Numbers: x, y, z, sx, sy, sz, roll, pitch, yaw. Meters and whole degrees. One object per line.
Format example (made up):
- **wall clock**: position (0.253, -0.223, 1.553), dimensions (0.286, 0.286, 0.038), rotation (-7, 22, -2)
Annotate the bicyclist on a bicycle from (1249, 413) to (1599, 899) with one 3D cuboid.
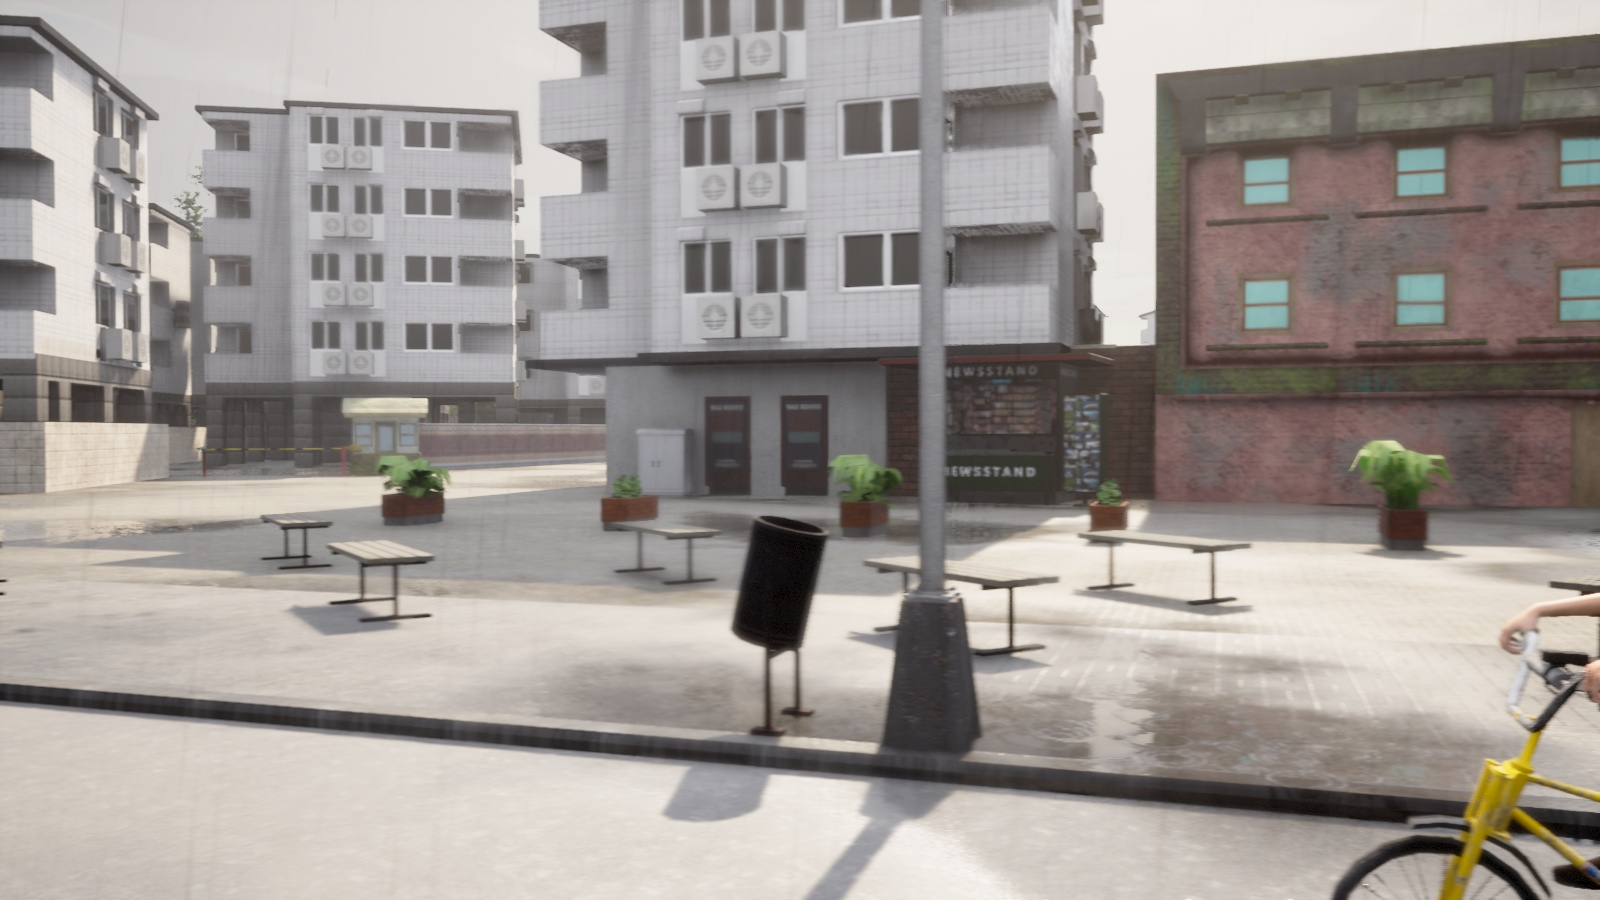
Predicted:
- **bicyclist on a bicycle**: position (1.919, 0.721, 3.080), dimensions (1.509, 1.612, 0.866), rotation (0, 1, 18)
